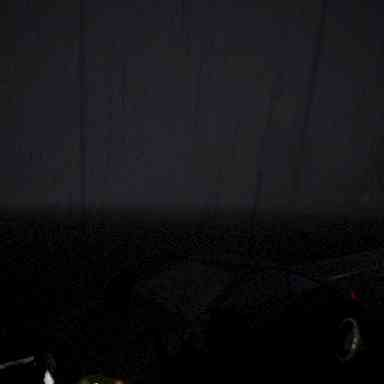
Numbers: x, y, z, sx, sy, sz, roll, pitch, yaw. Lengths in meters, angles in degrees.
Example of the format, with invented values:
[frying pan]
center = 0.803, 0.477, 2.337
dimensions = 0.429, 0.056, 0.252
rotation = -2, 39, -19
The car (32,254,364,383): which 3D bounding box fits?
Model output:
[car]
center = 0.313, 1.558, 4.209
dimensions = 4.181, 1.385, 1.994
rotation = 0, 0, -35
